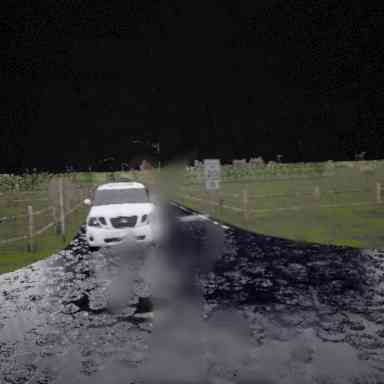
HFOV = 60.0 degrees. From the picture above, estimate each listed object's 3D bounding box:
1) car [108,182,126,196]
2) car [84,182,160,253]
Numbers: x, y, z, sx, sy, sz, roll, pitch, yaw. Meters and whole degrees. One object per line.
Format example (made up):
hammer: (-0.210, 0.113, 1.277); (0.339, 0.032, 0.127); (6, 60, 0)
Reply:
car: (-9.943, -0.420, 44.039); (2.128, 1.511, 4.902); (-3, 3, -13)
car: (-2.521, 0.713, 11.999); (2.150, 2.045, 5.566); (-3, 3, -13)
